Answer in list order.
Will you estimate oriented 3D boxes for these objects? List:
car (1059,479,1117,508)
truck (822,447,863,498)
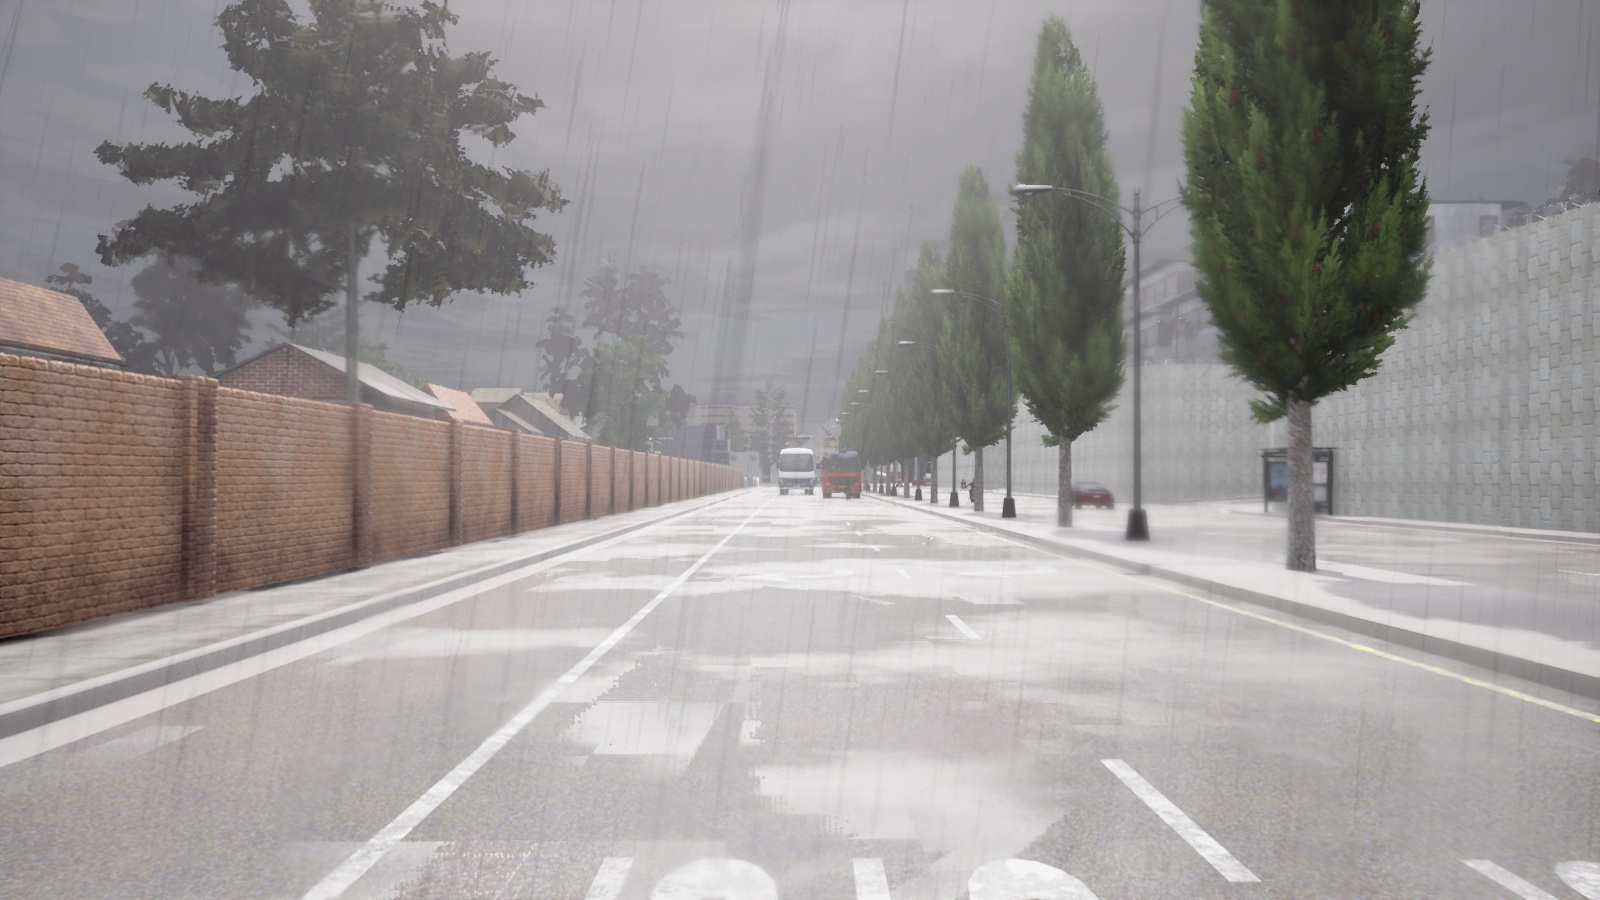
[{"bbox_3d":[14.837,2.223,64.859,1.994,1.385,4.181,0,-1,0],"label":"car"},{"bbox_3d":[3.250,1.785,98.417,2.891,3.827,8.468,0,-1,0],"label":"truck"}]
